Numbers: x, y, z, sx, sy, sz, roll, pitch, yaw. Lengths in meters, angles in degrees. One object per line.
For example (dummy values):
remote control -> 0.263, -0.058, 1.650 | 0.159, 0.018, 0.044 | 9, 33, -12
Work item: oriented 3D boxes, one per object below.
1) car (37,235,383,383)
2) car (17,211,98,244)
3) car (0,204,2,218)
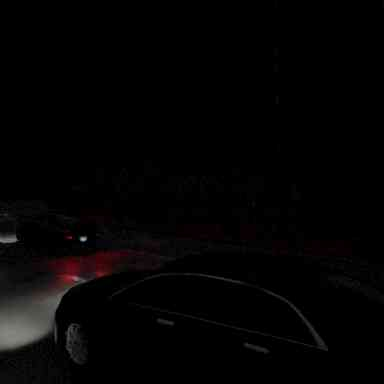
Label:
car -> 0.293, 1.512, 3.983 | 4.892, 1.490, 1.837 | 0, 0, 37
car -> -5.612, 1.520, 13.761 | 4.674, 1.442, 1.812 | 0, 0, 44
car -> -17.707, 1.464, 28.829 | 1.837, 1.490, 4.892 | 0, 0, -33
